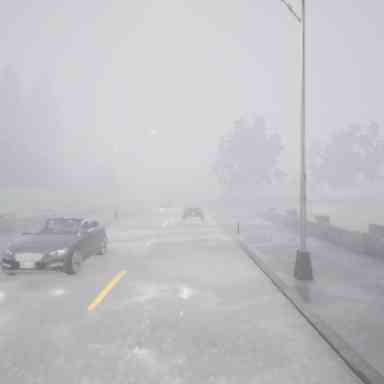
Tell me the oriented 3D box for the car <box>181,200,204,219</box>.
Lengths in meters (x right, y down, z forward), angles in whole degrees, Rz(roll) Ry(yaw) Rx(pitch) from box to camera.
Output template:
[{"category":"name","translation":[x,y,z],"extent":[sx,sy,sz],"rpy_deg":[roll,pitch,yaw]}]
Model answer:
[{"category":"car","translation":[0.106,1.732,31.011],"extent":[1.812,1.442,4.674],"rpy_deg":[0,0,0]}]

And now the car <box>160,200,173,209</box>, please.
[{"category":"car","translation":[-4.031,1.918,53.243],"extent":[1.994,1.385,4.181],"rpy_deg":[0,0,1]}]

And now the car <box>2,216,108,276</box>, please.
[{"category":"car","translation":[-4.091,1.564,10.731],"extent":[2.128,1.511,4.902],"rpy_deg":[0,0,0]}]

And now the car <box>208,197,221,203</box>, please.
[{"category":"car","translation":[6.315,2.011,83.555],"extent":[5.357,1.415,2.033],"rpy_deg":[0,0,-40]}]
